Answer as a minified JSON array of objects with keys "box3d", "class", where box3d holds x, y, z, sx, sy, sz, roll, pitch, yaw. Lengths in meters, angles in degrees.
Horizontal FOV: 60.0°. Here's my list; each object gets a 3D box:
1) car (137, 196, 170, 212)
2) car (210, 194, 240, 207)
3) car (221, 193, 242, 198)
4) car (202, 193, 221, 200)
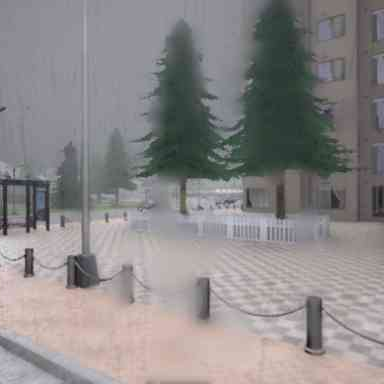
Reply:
[{"box3d":[-4.537,1.581,39.944,1.812,1.442,4.674,0,0,35],"class":"car"},{"box3d":[5.467,1.472,54.019,1.837,1.490,4.892,0,0,35],"class":"car"},{"box3d":[9.899,1.479,84.482,3.633,1.501,1.845,0,0,35],"class":"car"},{"box3d":[5.540,1.509,91.186,3.806,1.475,1.970,0,0,35],"class":"car"}]
